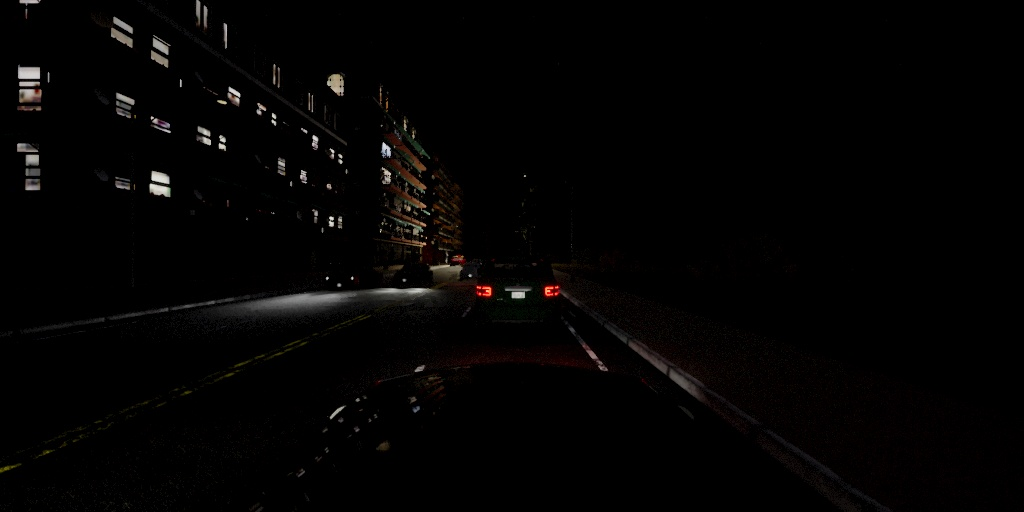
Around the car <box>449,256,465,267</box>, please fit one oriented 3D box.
[{"bbox_3d":[-9.784,0.971,64.478,2.150,2.045,5.566,0,0,1],"label":"car"}]

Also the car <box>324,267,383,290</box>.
[{"bbox_3d":[-9.846,1.354,22.651,1.895,1.301,4.718,0,0,0],"label":"car"}]

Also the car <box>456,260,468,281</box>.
[{"bbox_3d":[-3.144,1.280,29.503,1.812,1.442,4.674,0,0,1],"label":"car"}]

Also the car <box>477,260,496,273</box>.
[{"bbox_3d":[-3.139,1.245,45.494,2.128,1.511,4.902,0,0,0],"label":"car"}]

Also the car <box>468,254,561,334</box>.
[{"bbox_3d":[0.103,0.973,10.755,2.150,2.045,5.566,0,0,-1],"label":"car"}]

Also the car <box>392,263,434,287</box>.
[{"bbox_3d":[-6.597,1.258,24.366,1.837,1.490,4.892,0,0,0],"label":"car"}]
